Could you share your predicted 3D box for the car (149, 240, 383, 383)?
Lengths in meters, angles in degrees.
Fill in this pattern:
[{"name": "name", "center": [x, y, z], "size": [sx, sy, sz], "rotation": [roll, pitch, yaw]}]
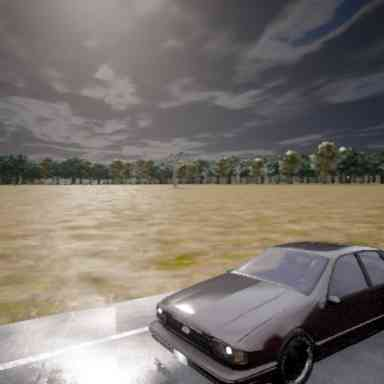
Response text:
[{"name": "car", "center": [2.038, 1.563, 5.452], "size": [5.357, 1.411, 2.033], "rotation": [0, 0, -35]}]
